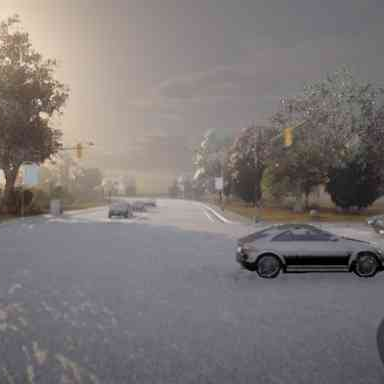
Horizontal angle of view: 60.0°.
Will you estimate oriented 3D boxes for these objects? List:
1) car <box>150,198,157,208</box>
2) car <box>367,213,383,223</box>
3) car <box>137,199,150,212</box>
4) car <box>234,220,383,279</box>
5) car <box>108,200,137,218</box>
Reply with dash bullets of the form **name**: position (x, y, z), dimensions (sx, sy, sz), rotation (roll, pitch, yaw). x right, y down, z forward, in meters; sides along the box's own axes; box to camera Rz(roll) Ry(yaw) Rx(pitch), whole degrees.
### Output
- **car**: position (-7.307, 1.887, 58.490), dimensions (1.882, 1.535, 5.008), rotation (0, 0, -1)
- **car**: position (12.104, 1.496, 17.431), dimensions (4.553, 1.767, 2.097), rotation (0, 0, -3)
- **car**: position (-7.123, 1.853, 43.867), dimensions (1.837, 1.490, 4.892), rotation (0, -1, 0)
- **car**: position (3.367, 1.649, 9.824), dimensions (4.181, 1.385, 1.994), rotation (0, 0, -3)
- **car**: position (-7.104, 1.779, 33.556), dimensions (1.837, 1.490, 4.892), rotation (0, 0, 0)
